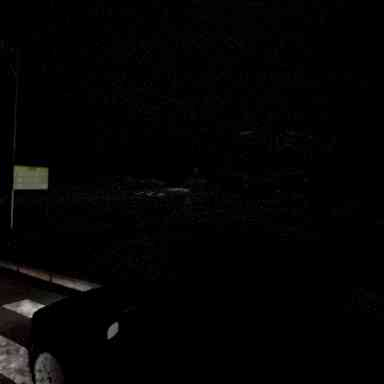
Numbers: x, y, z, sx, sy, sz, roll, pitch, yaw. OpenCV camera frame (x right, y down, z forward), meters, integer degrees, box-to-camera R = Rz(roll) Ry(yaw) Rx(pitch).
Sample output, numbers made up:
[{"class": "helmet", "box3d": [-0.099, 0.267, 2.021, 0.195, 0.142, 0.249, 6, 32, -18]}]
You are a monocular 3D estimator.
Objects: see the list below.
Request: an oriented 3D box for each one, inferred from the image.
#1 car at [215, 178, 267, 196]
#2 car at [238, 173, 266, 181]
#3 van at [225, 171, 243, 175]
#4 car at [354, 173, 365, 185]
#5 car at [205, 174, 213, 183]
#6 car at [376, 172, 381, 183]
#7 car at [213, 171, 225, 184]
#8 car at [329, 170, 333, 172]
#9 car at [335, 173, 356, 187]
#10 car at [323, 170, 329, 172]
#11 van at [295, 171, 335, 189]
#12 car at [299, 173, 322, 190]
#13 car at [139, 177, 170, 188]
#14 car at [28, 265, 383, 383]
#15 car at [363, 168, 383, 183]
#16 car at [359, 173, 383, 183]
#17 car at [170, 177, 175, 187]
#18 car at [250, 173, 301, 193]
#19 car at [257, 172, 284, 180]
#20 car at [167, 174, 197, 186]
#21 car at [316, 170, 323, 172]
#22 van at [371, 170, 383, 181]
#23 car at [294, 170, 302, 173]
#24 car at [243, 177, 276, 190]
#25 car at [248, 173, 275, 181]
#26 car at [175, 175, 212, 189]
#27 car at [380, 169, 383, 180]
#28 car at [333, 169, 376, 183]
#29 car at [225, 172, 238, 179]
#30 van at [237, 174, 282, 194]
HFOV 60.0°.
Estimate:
[{"class": "car", "box3d": [5.782, -0.399, 39.292, 5.008, 1.535, 2.097, 4, 7, 32]}, {"class": "car", "box3d": [11.923, -3.011, 66.244, 5.008, 1.535, 2.097, 2, 5, 31]}, {"class": "van", "box3d": [7.285, -2.867, 62.569, 4.442, 1.987, 1.878, 2, 6, 31]}, {"class": "car", "box3d": [24.795, -1.851, 53.920, 4.792, 1.488, 2.163, 4, 7, 32]}, {"class": "car", "box3d": [0.542, -2.048, 56.944, 4.792, 1.488, 2.163, 2, 6, 30]}, {"class": "car", "box3d": [29.492, -2.258, 57.661, 4.892, 1.521, 2.231, 4, 7, 31]}, {"class": "car", "box3d": [2.866, -2.388, 58.769, 4.553, 1.767, 2.185, 2, 6, 30]}, {"class": "car", "box3d": [32.419, -4.639, 82.829, 5.008, 1.535, 2.097, 2, 6, 31]}, {"class": "car", "box3d": [22.409, -1.693, 52.074, 4.892, 1.521, 2.231, 4, 7, 32]}, {"class": "car", "box3d": [30.153, -4.595, 80.966, 4.553, 1.767, 2.185, 2, 6, 31]}, {"class": "van", "box3d": [17.763, -1.541, 48.326, 4.442, 1.987, 1.878, 4, 7, 32]}, {"class": "car", "box3d": [15.260, -1.264, 46.585, 4.553, 1.767, 2.185, 4, 7, 32]}, {"class": "car", "box3d": [-6.250, -1.474, 51.318, 4.674, 1.452, 2.002, 2, 5, 30]}, {"class": "car", "box3d": [0.413, 1.476, 3.145, 5.008, 1.535, 1.882, 0, 0, 36]}, {"class": "car", "box3d": [31.858, -2.697, 59.495, 5.566, 2.045, 2.435, 4, 7, 31]}, {"class": "car", "box3d": [33.998, -2.652, 61.505, 5.366, 1.575, 1.946, 4, 7, 31]}, {"class": "car", "box3d": [-3.951, -1.671, 53.177, 4.792, 1.488, 2.163, 2, 5, 30]}, {"class": "car", "box3d": [10.507, -1.019, 42.917, 5.566, 2.045, 2.435, 4, 7, 32]}, {"class": "car", "box3d": [16.467, -3.383, 69.946, 5.008, 1.535, 2.097, 2, 5, 31]}, {"class": "car", "box3d": [-1.682, -2.013, 55.029, 4.553, 1.767, 2.185, 2, 6, 30]}, {"class": "car", "box3d": [27.854, -4.260, 79.168, 4.674, 1.452, 2.002, 2, 5, 31]}, {"class": "van", "box3d": [36.586, -3.045, 63.211, 4.442, 1.987, 1.878, 4, 7, 31]}, {"class": "car", "box3d": [21.023, -3.751, 73.625, 4.892, 1.521, 2.231, 2, 6, 31]}, {"class": "car", "box3d": [9.697, -1.294, 48.202, 1.882, 1.535, 5.008, -3, 6, -27]}, {"class": "car", "box3d": [14.224, -3.166, 68.076, 4.792, 1.488, 2.163, 2, 5, 31]}, {"class": "car", "box3d": [0.321, -1.364, 49.995, 4.674, 1.442, 1.812, -5, 7, -38]}, {"class": "car", "box3d": [41.162, -3.438, 67.008, 5.566, 2.045, 2.435, 4, 7, 31]}, {"class": "car", "box3d": [27.162, -2.318, 55.750, 5.566, 2.045, 2.435, 4, 7, 31]}, {"class": "car", "box3d": [5.114, -2.452, 60.673, 5.008, 1.535, 2.097, 2, 5, 30]}, {"class": "van", "box3d": [8.260, -0.801, 41.026, 4.442, 1.987, 1.878, 4, 7, 32]}]
